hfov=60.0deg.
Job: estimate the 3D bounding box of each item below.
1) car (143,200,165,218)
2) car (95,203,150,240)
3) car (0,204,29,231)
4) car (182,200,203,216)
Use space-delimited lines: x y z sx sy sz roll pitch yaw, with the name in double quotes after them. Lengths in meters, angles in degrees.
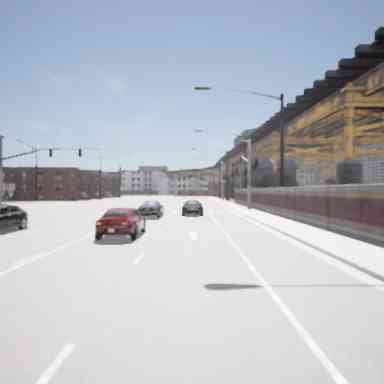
-3.453 1.431 28.742 2.033 1.411 5.357 0 0 0 "car"
-3.405 1.459 16.365 1.812 1.442 4.674 0 0 0 "car"
-10.553 1.433 17.732 1.837 1.490 4.892 0 0 1 "car"
0.058 1.436 31.433 1.994 1.385 4.181 0 0 0 "car"
